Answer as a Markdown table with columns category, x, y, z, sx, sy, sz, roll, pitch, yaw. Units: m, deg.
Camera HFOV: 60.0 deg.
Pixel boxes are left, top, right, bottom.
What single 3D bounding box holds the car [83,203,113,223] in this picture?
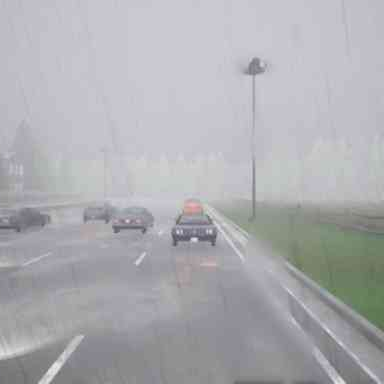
| category | x | y | z | sx | sy | sz | roll | pitch | yaw |
| --- | --- | --- | --- | --- | --- | --- | --- | --- | --- |
| car | -6.906 | 1.551 | 25.686 | 2.128 | 1.511 | 4.902 | 0 | 0 | 0 |

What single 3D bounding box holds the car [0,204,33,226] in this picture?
| category | x | y | z | sx | sy | sz | roll | pitch | yaw |
| --- | --- | --- | --- | --- | --- | --- | --- | --- | --- |
| car | -13.905 | 1.658 | 24.733 | 1.895 | 1.301 | 4.718 | 0 | 0 | 0 |

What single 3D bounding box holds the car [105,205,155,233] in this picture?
| category | x | y | z | sx | sy | sz | roll | pitch | yaw |
| --- | --- | --- | --- | --- | --- | --- | --- | --- | --- |
| car | -3.405 | 1.594 | 20.013 | 2.033 | 1.411 | 5.357 | 0 | 0 | 0 |

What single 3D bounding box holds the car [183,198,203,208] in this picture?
| category | x | y | z | sx | sy | sz | roll | pitch | yaw |
| --- | --- | --- | --- | --- | --- | --- | --- | --- | --- |
| car | 0.091 | 1.434 | 35.019 | 2.097 | 1.767 | 4.553 | 0 | 0 | 0 |

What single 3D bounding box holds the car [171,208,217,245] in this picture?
| category | x | y | z | sx | sy | sz | roll | pitch | yaw |
| --- | --- | --- | --- | --- | --- | --- | --- | --- | --- |
| car | 0.096 | 1.638 | 15.638 | 1.895 | 1.301 | 4.718 | 0 | 0 | 0 |

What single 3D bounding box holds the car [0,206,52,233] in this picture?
| category | x | y | z | sx | sy | sz | roll | pitch | yaw |
| --- | --- | --- | --- | --- | --- | --- | --- | --- | --- |
| car | -10.403 | 1.594 | 20.023 | 2.033 | 1.411 | 5.357 | 0 | 0 | 0 |
